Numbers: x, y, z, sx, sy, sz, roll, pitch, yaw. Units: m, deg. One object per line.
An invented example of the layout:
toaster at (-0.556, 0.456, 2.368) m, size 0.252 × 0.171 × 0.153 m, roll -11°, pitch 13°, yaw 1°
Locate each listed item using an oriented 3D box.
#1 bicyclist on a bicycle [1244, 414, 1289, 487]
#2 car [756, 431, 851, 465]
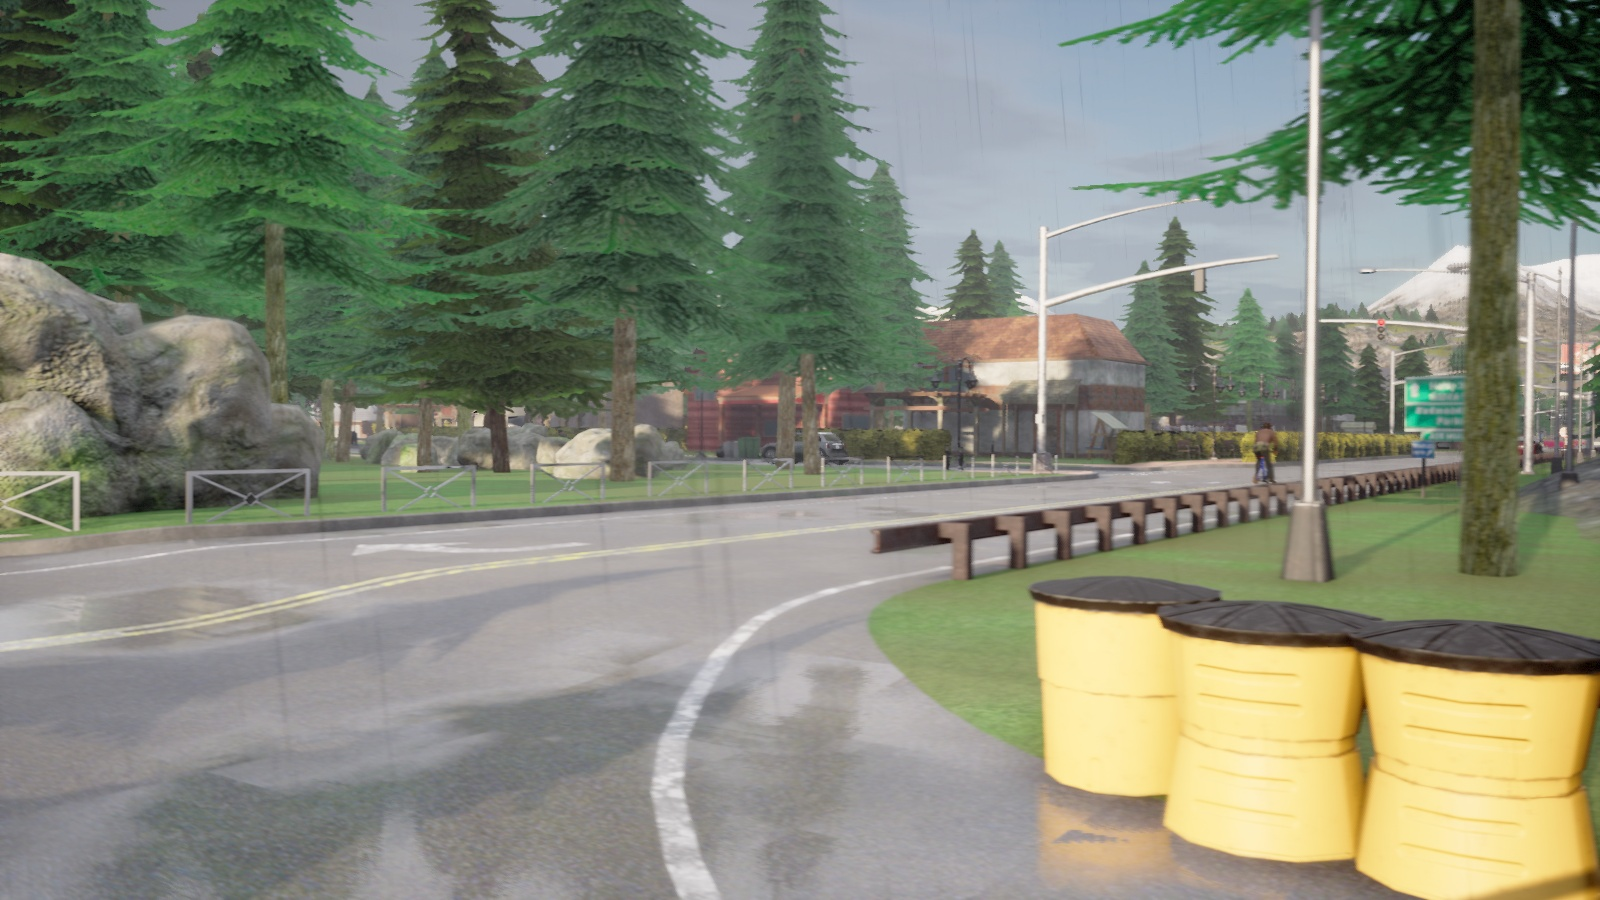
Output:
bicyclist on a bicycle at (10.697, -0.001, 28.750) m, size 0.582 × 1.620 × 1.656 m, roll 0°, pitch 1°, yaw 34°
car at (0.168, -0.108, 56.392) m, size 3.806 × 1.475 × 1.970 m, roll 0°, pitch 1°, yaw 34°
